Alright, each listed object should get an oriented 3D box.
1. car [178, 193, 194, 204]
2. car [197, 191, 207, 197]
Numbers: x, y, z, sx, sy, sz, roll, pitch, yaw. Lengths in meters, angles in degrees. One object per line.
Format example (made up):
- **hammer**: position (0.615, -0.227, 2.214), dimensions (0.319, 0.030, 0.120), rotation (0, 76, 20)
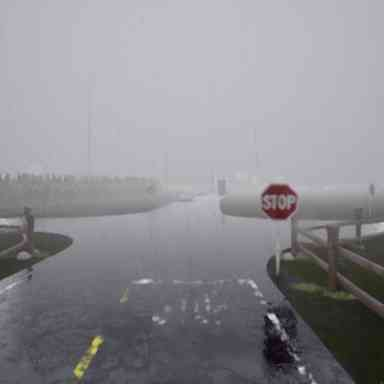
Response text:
- **car**: position (-0.786, 0.893, 46.627), dimensions (1.994, 1.385, 4.181), rotation (0, 1, 5)
- **car**: position (2.168, 0.423, 72.362), dimensions (1.895, 1.301, 4.718), rotation (0, 1, 8)
